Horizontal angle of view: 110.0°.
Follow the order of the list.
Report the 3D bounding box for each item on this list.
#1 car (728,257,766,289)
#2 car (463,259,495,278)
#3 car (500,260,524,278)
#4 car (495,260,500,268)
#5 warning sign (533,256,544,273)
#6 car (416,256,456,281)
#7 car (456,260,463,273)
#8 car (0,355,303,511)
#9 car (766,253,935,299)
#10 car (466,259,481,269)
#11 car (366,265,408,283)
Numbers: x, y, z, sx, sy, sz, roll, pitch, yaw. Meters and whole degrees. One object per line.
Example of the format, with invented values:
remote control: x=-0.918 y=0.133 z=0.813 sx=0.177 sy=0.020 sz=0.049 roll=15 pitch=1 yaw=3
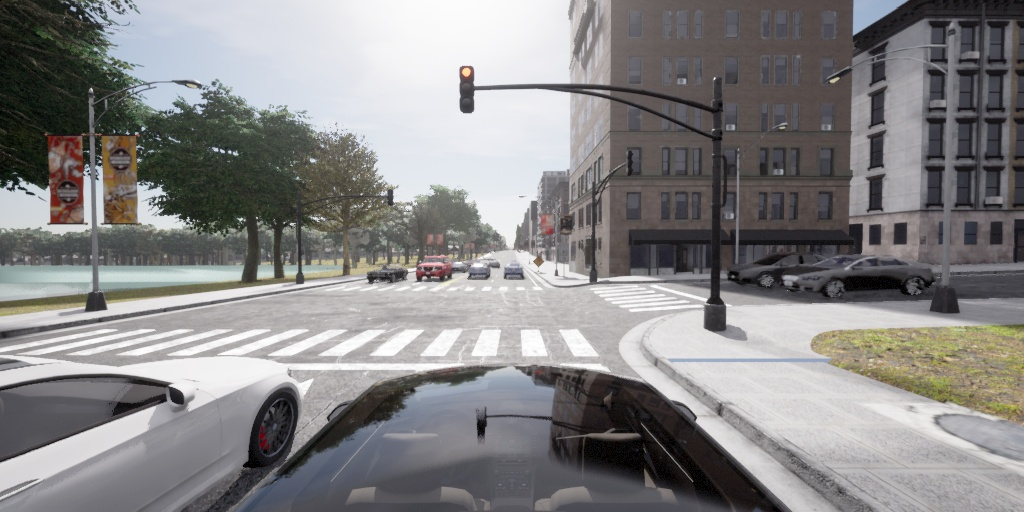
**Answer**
car: x=12.857 y=0.658 z=16.927 sx=4.892 sy=1.490 sz=1.837 roll=-2 pitch=1 yaw=0
car: x=-3.078 y=1.323 z=34.645 sx=2.033 sy=1.411 sz=5.357 roll=0 pitch=0 yaw=0
car: x=0.172 y=1.323 z=34.809 sx=2.033 sy=1.411 sz=5.357 roll=0 pitch=0 yaw=0
car: x=-3.052 y=1.401 z=61.683 sx=1.994 sy=1.385 sz=4.181 roll=0 pitch=0 yaw=1
warning sign: x=2.934 y=0.902 z=39.872 sx=1.300 sy=1.860 sz=1.060 roll=0 pitch=0 yaw=0
car: x=-6.537 y=0.990 z=30.659 sx=2.150 sy=2.045 sz=5.566 roll=0 pitch=0 yaw=0
car: x=-6.502 y=1.359 z=43.185 sx=1.994 sy=1.385 sz=4.181 roll=0 pitch=0 yaw=1
car: x=-3.167 y=1.276 z=1.922 sx=1.812 sy=1.442 sz=4.674 roll=0 pitch=0 yaw=0
car: x=12.993 y=0.712 z=13.678 sx=4.902 sy=1.511 sz=2.128 roll=-2 pitch=1 yaw=0
car: x=-6.414 y=1.312 z=60.107 sx=1.882 sy=1.535 sz=5.008 roll=0 pitch=0 yaw=1
car: x=-9.792 y=1.366 z=28.469 sx=1.895 sy=1.301 sz=4.718 roll=0 pitch=0 yaw=0
